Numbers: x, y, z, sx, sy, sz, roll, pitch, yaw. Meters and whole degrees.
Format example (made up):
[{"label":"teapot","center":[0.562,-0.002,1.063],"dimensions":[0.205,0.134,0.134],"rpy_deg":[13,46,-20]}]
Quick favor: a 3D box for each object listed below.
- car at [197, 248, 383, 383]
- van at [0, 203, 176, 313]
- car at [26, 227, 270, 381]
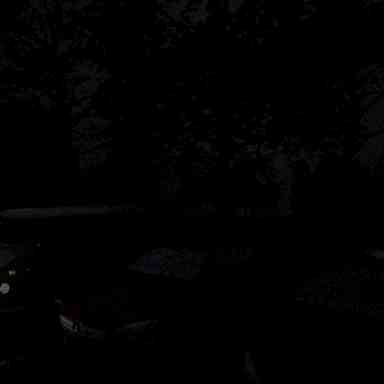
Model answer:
[{"label":"car","center":[2.242,1.523,4.166],"dimensions":[2.002,1.452,4.674],"rpy_deg":[0,0,36]},{"label":"van","center":[-2.273,1.269,7.237],"dimensions":[1.878,1.987,4.442],"rpy_deg":[0,1,35]},{"label":"car","center":[-0.023,1.528,5.786],"dimensions":[2.002,1.452,4.674],"rpy_deg":[0,0,36]}]
